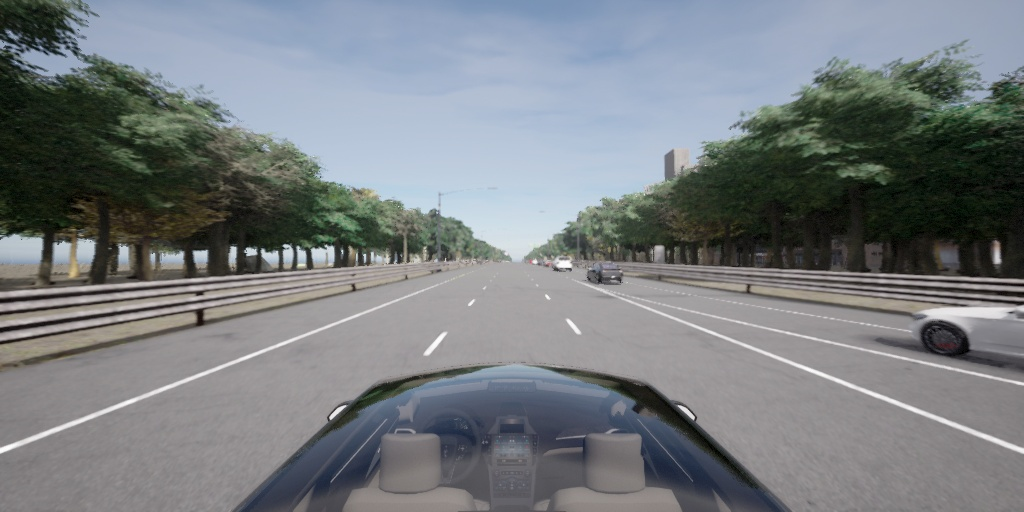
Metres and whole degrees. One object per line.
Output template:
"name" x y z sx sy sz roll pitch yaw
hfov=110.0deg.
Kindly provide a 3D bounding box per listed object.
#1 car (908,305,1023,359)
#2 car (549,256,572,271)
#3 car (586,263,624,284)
"car" 9.899 1.303 5.928 1.812 1.442 4.674 0 0 -13
"car" 7.030 1.058 50.645 2.150 2.045 5.566 0 0 0
"car" 7.102 1.289 27.771 2.128 1.511 4.902 0 0 -1
